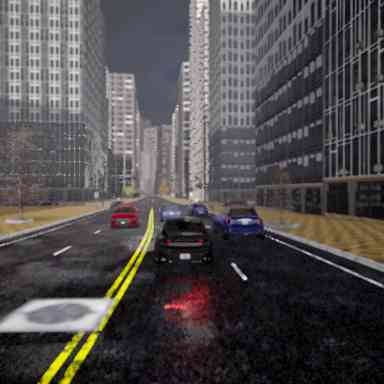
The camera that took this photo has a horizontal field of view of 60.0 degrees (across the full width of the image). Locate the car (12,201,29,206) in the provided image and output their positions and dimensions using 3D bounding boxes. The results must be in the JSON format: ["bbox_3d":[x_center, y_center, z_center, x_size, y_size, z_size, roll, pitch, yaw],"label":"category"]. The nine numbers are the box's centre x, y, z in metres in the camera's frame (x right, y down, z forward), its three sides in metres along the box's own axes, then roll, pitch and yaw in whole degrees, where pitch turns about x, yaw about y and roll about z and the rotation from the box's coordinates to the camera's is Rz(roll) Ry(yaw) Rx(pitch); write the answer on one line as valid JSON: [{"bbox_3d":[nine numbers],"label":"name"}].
[{"bbox_3d":[-34.935,2.211,67.055,4.206,1.307,1.802,0,0,-5],"label":"car"}]

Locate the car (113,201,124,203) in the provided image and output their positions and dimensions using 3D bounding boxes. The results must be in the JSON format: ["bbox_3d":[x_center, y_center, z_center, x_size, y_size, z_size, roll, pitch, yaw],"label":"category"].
[{"bbox_3d":[-10.901,2.059,49.370,1.837,1.490,4.892,0,-1,-6],"label":"car"}]

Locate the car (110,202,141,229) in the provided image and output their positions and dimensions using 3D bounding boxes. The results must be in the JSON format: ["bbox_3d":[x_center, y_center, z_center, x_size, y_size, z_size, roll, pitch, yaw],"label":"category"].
[{"bbox_3d":[-4.755,1.754,24.179,1.882,1.535,5.008,0,-1,-6],"label":"car"}]

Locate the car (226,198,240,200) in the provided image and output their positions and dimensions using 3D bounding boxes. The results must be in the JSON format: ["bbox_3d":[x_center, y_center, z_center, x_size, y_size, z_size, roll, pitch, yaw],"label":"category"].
[{"bbox_3d":[9.454,2.235,71.548,5.009,1.841,2.192,0,0,-6],"label":"car"}]

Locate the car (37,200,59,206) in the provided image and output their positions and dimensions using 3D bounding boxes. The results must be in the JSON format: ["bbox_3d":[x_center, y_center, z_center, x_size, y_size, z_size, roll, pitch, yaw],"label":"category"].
[{"bbox_3d":[-29.274,2.232,67.578,4.313,1.339,1.947,0,0,-5],"label":"car"}]

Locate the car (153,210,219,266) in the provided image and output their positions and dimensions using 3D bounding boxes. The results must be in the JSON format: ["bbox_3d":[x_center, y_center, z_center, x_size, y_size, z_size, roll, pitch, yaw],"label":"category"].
[{"bbox_3d":[-0.329,1.638,12.061,1.837,1.490,4.892,0,0,-3],"label":"car"}]

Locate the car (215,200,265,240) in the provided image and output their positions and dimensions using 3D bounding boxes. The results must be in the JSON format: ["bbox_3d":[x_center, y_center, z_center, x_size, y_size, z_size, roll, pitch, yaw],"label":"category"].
[{"bbox_3d":[2.467,1.546,18.534,2.097,1.767,4.553,0,0,-4],"label":"car"}]

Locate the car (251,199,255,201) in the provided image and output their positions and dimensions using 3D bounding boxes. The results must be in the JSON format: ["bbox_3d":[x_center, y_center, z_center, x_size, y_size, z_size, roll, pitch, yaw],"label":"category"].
[{"bbox_3d":[14.069,2.434,80.425,4.829,1.417,1.752,0,0,-6],"label":"car"}]

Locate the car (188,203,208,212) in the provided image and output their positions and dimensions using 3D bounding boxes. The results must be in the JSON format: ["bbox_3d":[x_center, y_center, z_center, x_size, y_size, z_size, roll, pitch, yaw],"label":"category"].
[{"bbox_3d":[0.633,1.906,36.064,1.812,1.442,4.674,0,-1,-7],"label":"car"}]

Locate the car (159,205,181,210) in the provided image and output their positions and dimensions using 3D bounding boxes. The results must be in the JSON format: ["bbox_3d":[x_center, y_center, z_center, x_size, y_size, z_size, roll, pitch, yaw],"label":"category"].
[{"bbox_3d":[-1.954,1.877,30.168,2.033,1.411,5.357,0,-1,-7],"label":"car"}]
